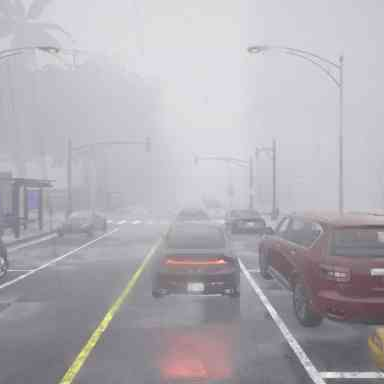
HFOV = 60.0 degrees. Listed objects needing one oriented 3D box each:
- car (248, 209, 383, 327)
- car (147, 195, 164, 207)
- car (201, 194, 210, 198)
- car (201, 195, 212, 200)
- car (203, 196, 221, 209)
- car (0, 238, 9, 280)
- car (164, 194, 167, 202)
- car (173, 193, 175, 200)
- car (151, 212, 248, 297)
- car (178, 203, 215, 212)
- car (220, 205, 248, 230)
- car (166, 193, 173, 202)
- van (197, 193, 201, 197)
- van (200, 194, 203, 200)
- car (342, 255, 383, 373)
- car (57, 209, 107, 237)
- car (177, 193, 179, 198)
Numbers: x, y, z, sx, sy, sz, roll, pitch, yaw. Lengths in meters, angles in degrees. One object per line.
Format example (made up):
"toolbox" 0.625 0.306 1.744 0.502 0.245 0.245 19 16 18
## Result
"car" 2.767 1.314 6.960 2.192 1.841 5.009 0 0 0
"car" -5.706 1.526 49.698 2.008 1.369 4.403 0 0 0
"car" 2.827 1.496 55.259 1.752 1.417 4.829 0 0 0
"car" 2.820 1.541 49.668 1.947 1.339 4.313 0 0 0
"car" 2.813 1.545 44.248 1.947 1.339 4.313 0 0 0
"car" -5.758 1.439 6.987 1.967 1.590 4.097 0 0 0
"car" -5.699 1.410 55.118 1.967 1.590 4.097 0 0 0
"car" -5.674 1.259 76.800 2.192 1.841 5.009 0 0 0
"car" 0.086 1.503 8.542 1.837 1.490 4.892 0 0 0
"car" 0.024 1.559 18.571 1.994 1.385 4.181 0 0 0
"car" 2.781 1.561 17.811 1.947 1.339 4.313 0 0 0
"car" -5.680 1.392 71.379 1.967 1.590 4.097 0 0 0
"van" 2.859 1.278 82.190 1.690 1.788 3.998 0 0 0
"van" 2.832 1.306 60.509 1.690 1.788 3.998 0 0 0
"car" 2.762 1.525 1.705 1.752 1.417 4.829 0 0 0
"car" -5.744 1.577 17.839 1.802 1.307 4.206 0 0 0
"car" -5.654 1.234 93.061 2.192 1.841 5.009 0 0 0
